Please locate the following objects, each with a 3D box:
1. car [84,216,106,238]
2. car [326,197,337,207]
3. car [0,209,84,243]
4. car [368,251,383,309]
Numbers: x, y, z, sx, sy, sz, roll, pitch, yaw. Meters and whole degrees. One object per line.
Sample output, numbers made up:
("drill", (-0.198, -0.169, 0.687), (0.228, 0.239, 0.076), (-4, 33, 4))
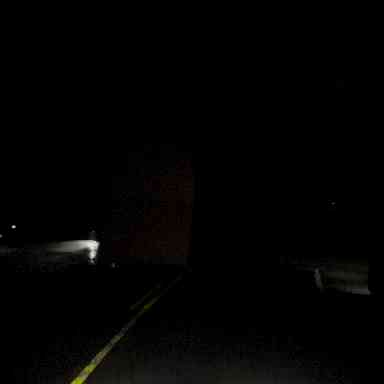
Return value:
("car", (-2.855, 1.465, 16.262), (1.994, 1.385, 4.181), (0, 0, 27))
("car", (20.441, 1.422, 46.358), (4.892, 1.490, 1.837), (0, 0, -34))
("car", (-7.007, 1.477, 15.663), (1.895, 1.301, 4.718), (0, 0, 23))
("car", (4.337, 1.358, 4.855), (2.097, 1.767, 4.553), (1, 0, 10))
